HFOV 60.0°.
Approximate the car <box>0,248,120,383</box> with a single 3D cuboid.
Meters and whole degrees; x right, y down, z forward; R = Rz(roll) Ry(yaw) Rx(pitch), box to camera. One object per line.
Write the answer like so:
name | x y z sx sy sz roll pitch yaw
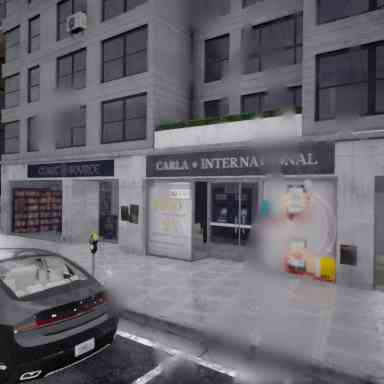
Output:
car | -3.011 1.550 5.095 4.403 1.369 2.008 0 1 35
